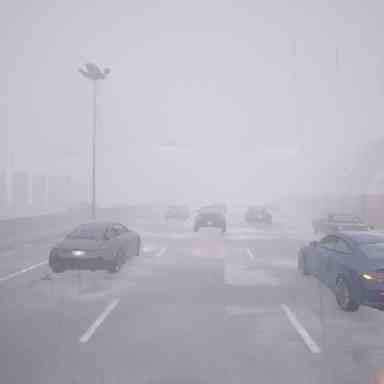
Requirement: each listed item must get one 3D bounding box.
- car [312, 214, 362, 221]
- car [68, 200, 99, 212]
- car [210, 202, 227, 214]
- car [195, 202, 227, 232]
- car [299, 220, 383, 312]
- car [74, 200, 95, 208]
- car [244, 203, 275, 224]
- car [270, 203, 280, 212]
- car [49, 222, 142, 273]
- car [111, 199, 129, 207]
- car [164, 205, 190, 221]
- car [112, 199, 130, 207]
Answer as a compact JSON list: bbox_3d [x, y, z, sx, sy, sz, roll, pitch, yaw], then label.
[{"bbox_3d":[8.082,1.843,18.407,1.895,1.301,4.718,0,-1,5],"label":"car"},{"bbox_3d":[-11.499,1.829,35.554,2.128,1.511,4.902,0,-1,6],"label":"car"},{"bbox_3d":[3.333,1.919,41.265,1.895,1.301,4.718,0,-1,7],"label":"car"},{"bbox_3d":[1.215,1.618,21.205,1.812,1.442,4.674,0,-1,5],"label":"car"},{"bbox_3d":[3.918,1.631,7.783,1.812,1.442,4.674,0,-1,3],"label":"car"},{"bbox_3d":[-19.168,2.125,59.642,1.994,1.385,4.181,0,-1,7],"label":"car"},{"bbox_3d":[5.509,1.900,28.076,1.994,1.385,4.181,0,-1,6],"label":"car"},{"bbox_3d":[11.179,2.172,47.060,1.895,1.301,4.718,0,-1,7],"label":"car"},{"bbox_3d":[-2.980,1.673,11.103,1.994,1.385,4.181,0,-1,4],"label":"car"},{"bbox_3d":[-14.702,2.196,68.140,2.033,1.411,5.357,0,-1,6],"label":"car"},{"bbox_3d":[-1.284,1.881,30.860,2.033,1.411,5.357,0,-1,6],"label":"car"},{"bbox_3d":[-12.261,2.112,57.985,1.812,1.442,4.674,0,0,7],"label":"car"}]
